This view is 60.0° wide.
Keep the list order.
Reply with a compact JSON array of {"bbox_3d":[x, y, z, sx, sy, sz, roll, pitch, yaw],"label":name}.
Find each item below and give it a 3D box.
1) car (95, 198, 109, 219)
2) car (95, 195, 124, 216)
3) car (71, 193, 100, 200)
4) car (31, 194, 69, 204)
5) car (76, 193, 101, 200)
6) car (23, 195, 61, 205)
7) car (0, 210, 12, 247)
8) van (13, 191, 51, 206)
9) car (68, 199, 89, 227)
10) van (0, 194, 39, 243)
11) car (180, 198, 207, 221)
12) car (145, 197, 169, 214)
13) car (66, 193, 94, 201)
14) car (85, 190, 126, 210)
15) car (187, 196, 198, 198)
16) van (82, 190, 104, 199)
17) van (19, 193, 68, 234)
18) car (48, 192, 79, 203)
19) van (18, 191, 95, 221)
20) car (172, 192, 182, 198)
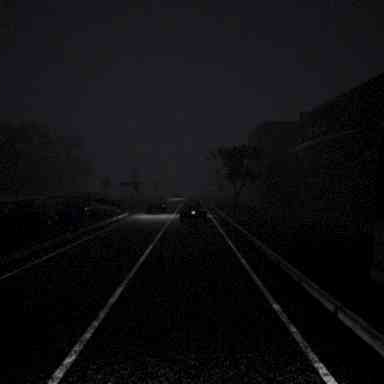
[{"bbox_3d":[-8.979,1.368,24.927,4.674,1.452,2.002,0,1,0],"label":"car"},{"bbox_3d":[-8.795,1.298,27.730,5.366,1.575,1.946,0,1,0],"label":"car"},{"bbox_3d":[-21.928,0.904,68.500,5.366,1.575,1.946,0,1,0],"label":"car"},{"bbox_3d":[-22.087,1.063,51.850,5.008,1.535,2.097,0,1,0],"label":"car"},{"bbox_3d":[-22.148,0.911,71.278,4.792,1.488,2.163,0,1,0],"label":"car"},{"bbox_3d":[-22.085,1.131,49.073,4.674,1.452,2.002,0,1,0],"label":"car"},{"bbox_3d":[-8.987,1.485,10.909,4.792,1.488,2.163,0,0,0],"label":"car"},{"bbox_3d":[-22.201,0.892,46.296,4.442,1.987,1.878,0,1,0],"label":"van"},{"bbox_3d":[-8.964,1.384,19.321,5.008,1.535,2.097,0,1,0],"label":"car"},{"bbox_3d":[-9.078,1.207,13.710,4.442,1.987,1.878,0,0,0],"label":"van"},{"bbox_3d":[0.101,1.396,25.263,1.994,1.385,4.181,0,0,0],"label":"car"},{"bbox_3d":[-3.345,1.247,32.361,1.882,1.535,5.008,0,1,0],"label":"car"},{"bbox_3d":[-22.140,0.962,65.726,4.792,1.488,2.163,0,1,0],"label":"car"},{"bbox_3d":[-8.956,1.022,30.531,5.566,2.045,2.435,0,1,0],"label":"car"},{"bbox_3d":[0.104,1.208,41.228,1.812,1.442,4.674,0,1,0],"label":"car"},{"bbox_3d":[-22.005,0.631,74.049,4.442,1.987,1.878,0,1,0],"label":"van"},{"bbox_3d":[-8.849,1.185,16.512,4.442,1.987,1.878,0,1,0],"label":"van"},{"bbox_3d":[-22.131,0.885,57.400,4.553,1.767,2.185,0,1,0],"label":"car"},{"bbox_3d":[-9.090,1.130,22.122,4.442,1.987,1.878,0,1,0],"label":"van"},{"bbox_3d":[-3.247,0.645,72.921,1.994,1.385,4.181,0,1,0],"label":"car"}]
